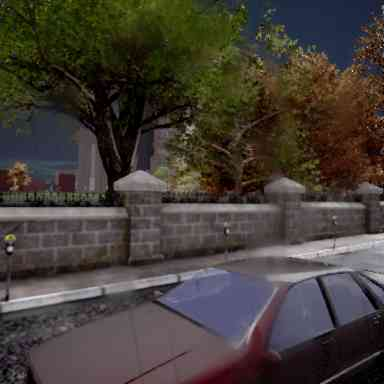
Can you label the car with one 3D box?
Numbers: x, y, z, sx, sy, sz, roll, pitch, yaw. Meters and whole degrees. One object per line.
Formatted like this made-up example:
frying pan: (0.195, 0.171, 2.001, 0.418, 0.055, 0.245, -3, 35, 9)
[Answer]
car: (0.937, 1.575, 4.051, 5.357, 1.411, 2.033, 1, 0, -36)
